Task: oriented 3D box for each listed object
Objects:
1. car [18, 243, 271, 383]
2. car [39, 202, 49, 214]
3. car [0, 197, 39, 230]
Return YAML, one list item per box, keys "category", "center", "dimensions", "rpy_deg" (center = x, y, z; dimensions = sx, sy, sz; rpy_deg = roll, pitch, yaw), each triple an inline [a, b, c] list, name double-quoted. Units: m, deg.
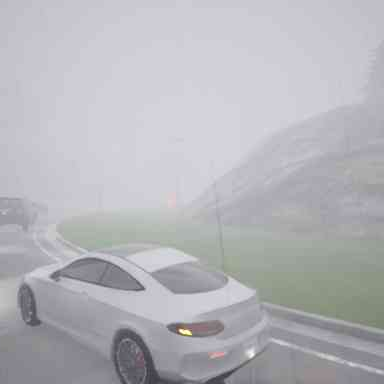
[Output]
- category: "car"
  center: [-1.054, 1.567, 5.284]
  dimensions: [4.674, 1.442, 1.812]
  rpy_deg: [0, 0, 42]
- category: "car"
  center: [-17.236, 1.727, 35.948]
  dimensions: [1.812, 1.442, 4.674]
  rpy_deg: [0, 0, 1]
- category: "car"
  center: [-11.814, 1.339, 22.060]
  dimensions: [2.150, 2.045, 5.566]
  rpy_deg: [0, 0, -19]
